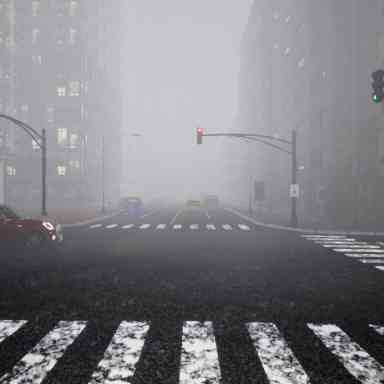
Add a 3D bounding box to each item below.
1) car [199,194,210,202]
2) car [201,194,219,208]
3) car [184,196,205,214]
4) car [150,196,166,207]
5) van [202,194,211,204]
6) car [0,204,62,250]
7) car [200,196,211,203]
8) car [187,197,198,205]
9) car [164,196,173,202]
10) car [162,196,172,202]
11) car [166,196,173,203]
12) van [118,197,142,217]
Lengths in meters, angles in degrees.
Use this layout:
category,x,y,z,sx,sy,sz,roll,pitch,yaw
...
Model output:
category,x,y,z,sx,sy,sz,roll,pitch,yaw
car,2.756,1.349,75.005,2.192,1.841,5.009,0,0,0
car,2.732,1.330,47.251,2.192,1.841,5.009,0,0,0
car,0.137,1.486,35.311,1.882,1.535,5.008,0,0,0
car,-5.643,1.543,52.638,1.752,1.417,4.829,0,0,0
van,2.747,1.366,63.904,1.690,1.788,3.998,0,0,0
car,-7.459,1.237,12.825,4.553,1.767,2.097,1,0,-16
car,2.752,1.580,69.454,2.008,1.369,4.403,0,0,0
car,0.067,1.624,61.025,1.895,1.301,4.718,0,0,0
car,-5.619,1.590,80.563,2.008,1.369,4.403,0,0,0
car,-5.624,1.559,74.841,1.752,1.417,4.829,0,0,0
car,-5.629,1.469,69.461,1.967,1.590,4.097,0,0,0
van,-5.663,1.347,30.604,1.690,1.788,3.998,0,0,0
